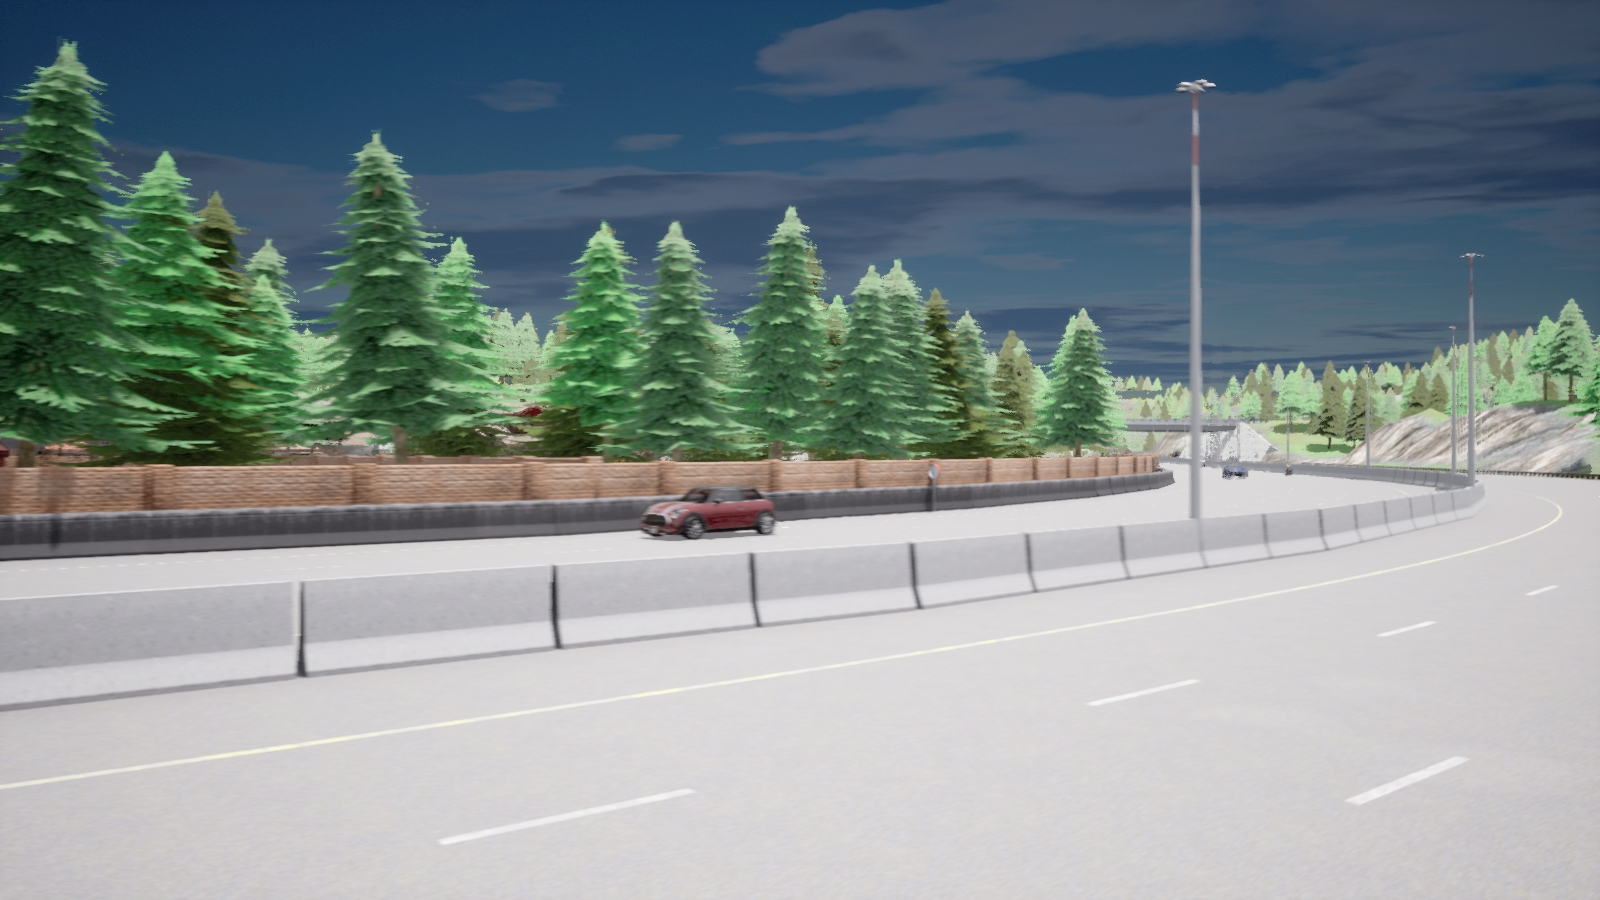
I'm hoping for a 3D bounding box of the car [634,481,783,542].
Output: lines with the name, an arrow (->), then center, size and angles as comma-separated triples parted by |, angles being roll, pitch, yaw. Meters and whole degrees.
car -> -2.968, 1.952, 37.536 | 4.553, 1.767, 2.097 | 0, 0, -43
